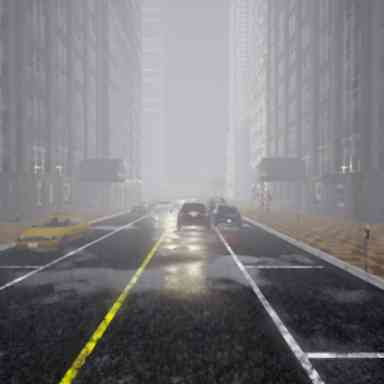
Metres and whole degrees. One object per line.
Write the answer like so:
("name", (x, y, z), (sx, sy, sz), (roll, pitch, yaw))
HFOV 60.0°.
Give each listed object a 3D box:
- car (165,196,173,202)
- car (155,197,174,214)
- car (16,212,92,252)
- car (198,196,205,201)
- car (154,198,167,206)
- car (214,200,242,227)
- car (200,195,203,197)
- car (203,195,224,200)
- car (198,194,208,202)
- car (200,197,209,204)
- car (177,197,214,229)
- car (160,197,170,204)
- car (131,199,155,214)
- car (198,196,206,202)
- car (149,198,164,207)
("car", (-5.675, 1.804, 82.522), (1.802, 1.307, 4.206), (-1, 0, 0))
("car", (-3.078, 1.651, 37.653), (1.812, 1.442, 4.674), (0, 0, 0))
("car", (-5.683, 1.575, 14.261), (1.752, 1.417, 4.829), (-1, 0, 0))
("car", (2.709, 1.783, 93.818), (1.887, 1.381, 4.507), (-1, 0, 0))
("car", (-5.683, 1.746, 59.825), (1.947, 1.339, 4.313), (-1, 0, 0))
("car", (2.363, 1.585, 23.501), (1.837, 1.490, 4.892), (0, 0, 0))
("car", (2.699, 1.718, 65.612), (1.752, 1.417, 4.829), (-1, 0, 0))
("car", (2.686, 1.440, 37.068), (2.192, 1.841, 5.009), (-1, 0, 0))
("car", (2.701, 1.538, 82.467), (2.192, 1.841, 5.009), (-1, 0, 0))
("car", (2.701, 1.729, 71.286), (1.752, 1.417, 4.829), (-1, 0, 0))
("car", (0.105, 1.429, 22.298), (2.097, 1.767, 4.553), (0, 0, 0))
("car", (-5.680, 1.727, 71.003), (1.752, 1.417, 4.829), (-1, 0, 0))
("car", (-5.691, 1.675, 37.127), (2.008, 1.369, 4.403), (-1, 0, 0))
("car", (2.707, 1.797, 88.140), (1.947, 1.339, 4.313), (-1, 0, 0))
("car", (-5.685, 1.734, 54.150), (1.947, 1.339, 4.313), (-1, 0, 0))
